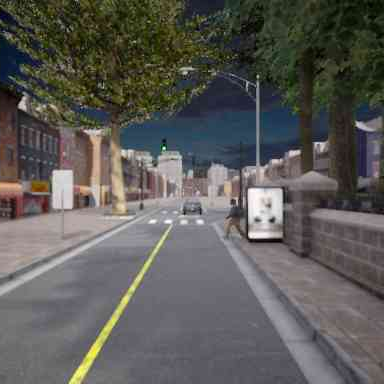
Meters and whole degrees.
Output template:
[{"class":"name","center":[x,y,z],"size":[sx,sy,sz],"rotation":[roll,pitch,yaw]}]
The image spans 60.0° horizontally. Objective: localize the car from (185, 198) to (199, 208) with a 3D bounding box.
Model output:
[{"class":"car","center":[0.056,1.541,48.270],"size":[1.895,1.301,4.718],"rotation":[0,0,1]}]

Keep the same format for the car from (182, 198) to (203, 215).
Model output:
[{"class":"car","center":[0.058,1.424,32.818],"size":[2.128,1.511,4.902],"rotation":[0,0,0]}]

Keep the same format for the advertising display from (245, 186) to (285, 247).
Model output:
[{"class":"advertising display","center":[2.998,1.004,13.682],"size":[1.540,2.440,0.280],"rotation":[-1,-1,0]}]

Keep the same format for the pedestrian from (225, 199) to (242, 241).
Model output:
[{"class":"pedestrian","center":[1.758,1.147,14.102],"size":[0.375,1.860,0.375],"rotation":[1,-1,-10]}]
